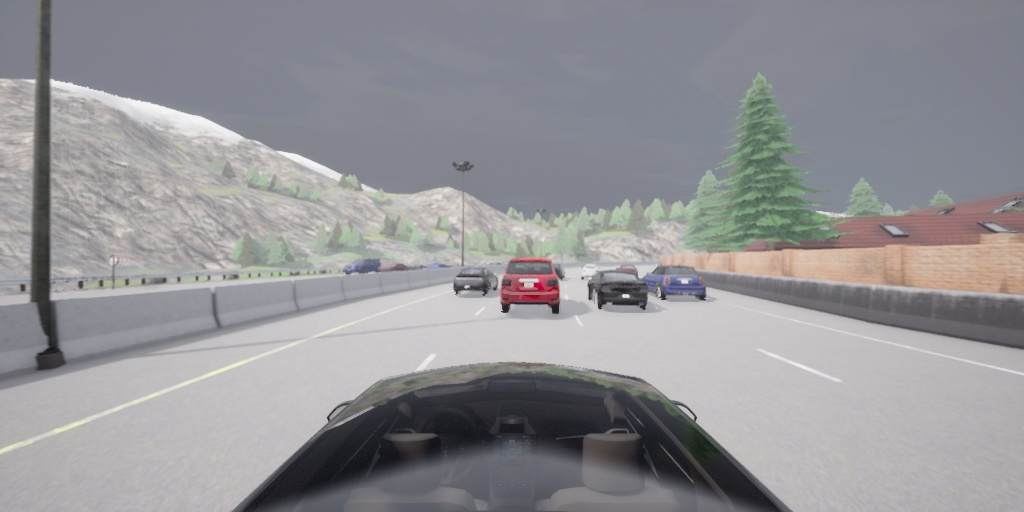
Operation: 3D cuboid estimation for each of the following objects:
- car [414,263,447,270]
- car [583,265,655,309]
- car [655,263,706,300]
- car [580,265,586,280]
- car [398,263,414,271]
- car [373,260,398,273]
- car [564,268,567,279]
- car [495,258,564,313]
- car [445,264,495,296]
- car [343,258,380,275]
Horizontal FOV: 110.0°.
[{"bbox_3d":[-8.867,1.554,41.475,1.882,1.535,5.008,0,0,15],"label":"car"},{"bbox_3d":[4.439,1.351,15.661,1.882,1.535,5.008,0,0,6],"label":"car"},{"bbox_3d":[8.352,1.257,18.919,2.097,1.767,4.553,0,0,7],"label":"car"},{"bbox_3d":[7.935,1.573,35.824,1.812,1.442,4.674,0,-1,14],"label":"car"},{"bbox_3d":[-11.740,1.661,44.235,1.994,1.385,4.181,0,-1,15],"label":"car"},{"bbox_3d":[-15.008,1.582,45.584,1.882,1.535,5.008,0,-1,15],"label":"car"},{"bbox_3d":[4.211,1.543,35.281,1.837,1.490,4.892,0,-1,13],"label":"car"},{"bbox_3d":[0.828,1.086,14.797,2.150,2.045,5.566,0,0,5],"label":"car"},{"bbox_3d":[-1.998,1.401,20.782,2.128,1.511,4.902,0,0,7],"label":"car"},{"bbox_3d":[-18.733,1.316,45.301,2.150,2.045,5.566,0,0,15],"label":"car"}]
